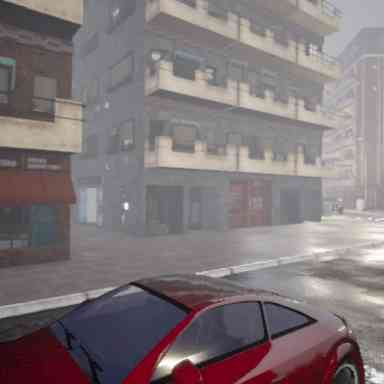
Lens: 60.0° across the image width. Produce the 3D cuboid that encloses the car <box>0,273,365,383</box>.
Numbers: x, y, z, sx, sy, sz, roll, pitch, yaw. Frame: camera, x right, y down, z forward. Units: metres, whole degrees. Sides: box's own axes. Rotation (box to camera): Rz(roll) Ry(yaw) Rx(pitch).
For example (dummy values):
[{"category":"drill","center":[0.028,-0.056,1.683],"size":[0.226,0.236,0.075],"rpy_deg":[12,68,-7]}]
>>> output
[{"category":"car","center":[-0.237,1.565,3.060],"size":[4.181,1.385,1.994],"rpy_deg":[0,0,-37]}]

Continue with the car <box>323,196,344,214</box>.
[{"category":"car","center":[16.371,1.565,40.149],"size":[2.150,2.045,5.566],"rpy_deg":[1,0,4]}]
